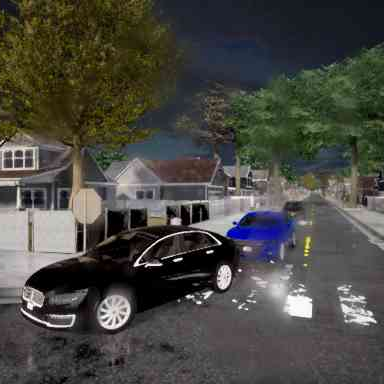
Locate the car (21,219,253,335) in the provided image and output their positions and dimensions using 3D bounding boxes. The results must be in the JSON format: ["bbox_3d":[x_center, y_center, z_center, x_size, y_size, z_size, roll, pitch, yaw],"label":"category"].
[{"bbox_3d":[-0.881,1.507,6.946,1.837,1.490,4.892,0,0,42],"label":"car"}]

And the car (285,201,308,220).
[{"bbox_3d":[8.605,1.508,27.992,1.837,1.490,4.892,0,0,20],"label":"car"}]

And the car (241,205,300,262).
[{"bbox_3d":[2.703,1.478,12.490,1.882,1.535,5.008,0,0,24],"label":"car"}]
